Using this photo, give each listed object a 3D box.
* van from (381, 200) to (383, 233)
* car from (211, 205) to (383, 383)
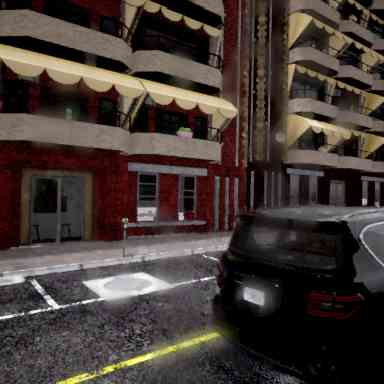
[{"bbox_3d":[12.475,1.358,18.679,3.998,1.788,1.690,0,1,-35],"label":"van"},{"bbox_3d":[2.862,1.226,5.198,5.566,2.045,2.150,0,0,-35],"label":"car"}]
